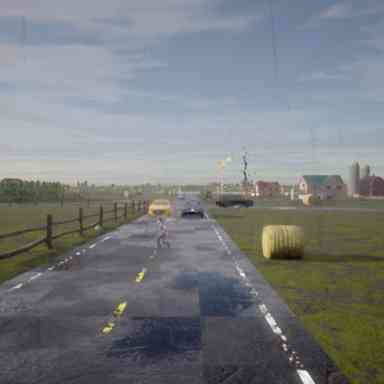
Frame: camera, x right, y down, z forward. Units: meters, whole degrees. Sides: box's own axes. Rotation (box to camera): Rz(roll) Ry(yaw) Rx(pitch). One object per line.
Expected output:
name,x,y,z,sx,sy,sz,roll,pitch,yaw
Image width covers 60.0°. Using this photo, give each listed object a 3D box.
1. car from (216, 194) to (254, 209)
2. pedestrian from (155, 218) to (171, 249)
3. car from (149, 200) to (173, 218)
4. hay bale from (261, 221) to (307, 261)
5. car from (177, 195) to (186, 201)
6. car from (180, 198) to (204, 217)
car,6.255,1.340,48.409,5.566,2.045,2.150,0,-1,-20
pedestrian,-1.138,1.567,12.846,0.375,1.300,0.375,-1,1,3
car,-2.819,1.469,30.633,1.882,1.535,5.008,0,0,0
hay bale,3.133,1.651,11.505,1.220,1.180,1.240,1,1,0
car,-2.751,1.459,83.704,1.882,1.535,5.008,0,0,0
car,0.079,1.555,31.184,1.994,1.385,4.181,0,0,1
